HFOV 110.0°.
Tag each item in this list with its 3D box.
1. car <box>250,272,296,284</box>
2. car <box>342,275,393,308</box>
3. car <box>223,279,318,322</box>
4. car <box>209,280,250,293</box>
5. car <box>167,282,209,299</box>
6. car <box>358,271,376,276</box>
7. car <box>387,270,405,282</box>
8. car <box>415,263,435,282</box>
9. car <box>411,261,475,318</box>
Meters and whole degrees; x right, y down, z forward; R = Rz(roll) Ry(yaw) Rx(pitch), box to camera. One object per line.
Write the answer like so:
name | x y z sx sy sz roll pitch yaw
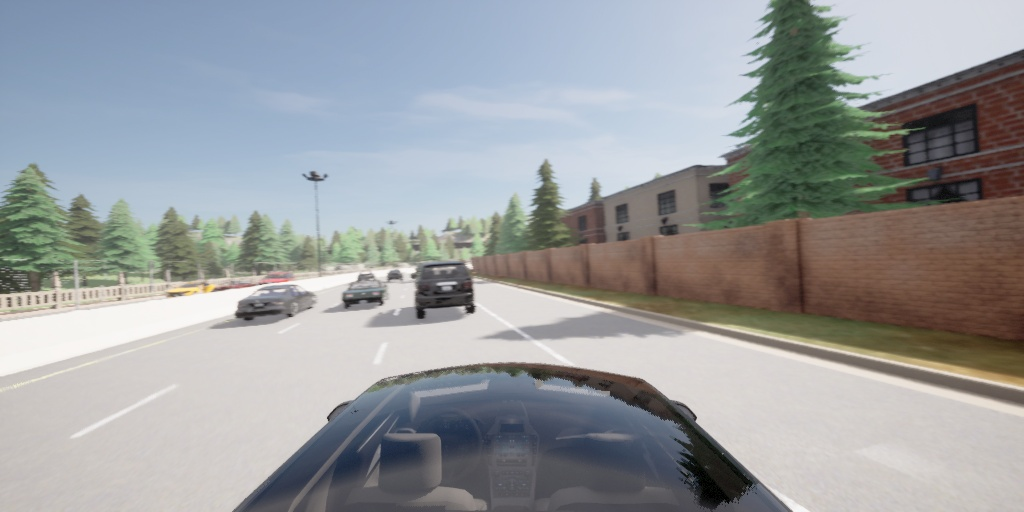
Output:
car | -22.953 2.654 35.217 2.150 2.045 5.566 -3 -1 -15
car | -7.699 1.941 19.277 1.895 1.301 4.718 -3 -1 -15
car | -10.566 2.025 16.453 2.033 1.411 5.357 -3 0 -15
car | -26.316 3.039 34.306 1.895 1.301 4.718 -3 -1 -15
car | -29.700 3.191 33.425 1.882 1.535 5.008 -3 -1 -15
car | -18.234 2.654 45.078 2.128 1.511 4.902 -3 0 -15
car | -14.495 2.452 44.610 1.837 1.490 4.892 -3 0 -15
car | -10.614 1.940 43.548 2.150 2.045 5.566 -3 0 -15
car | -2.925 1.253 14.896 2.150 2.045 5.566 -3 0 -15
